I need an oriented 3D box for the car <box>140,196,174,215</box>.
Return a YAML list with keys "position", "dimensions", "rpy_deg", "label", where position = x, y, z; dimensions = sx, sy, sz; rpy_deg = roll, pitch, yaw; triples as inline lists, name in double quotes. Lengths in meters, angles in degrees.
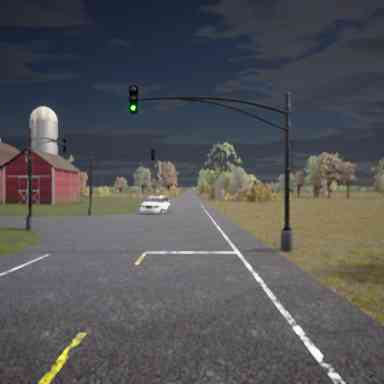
- position: [-3.853, 1.451, 36.181]
  dimensions: [2.150, 2.045, 5.566]
  rpy_deg: [1, 1, 11]
  label: "car"
